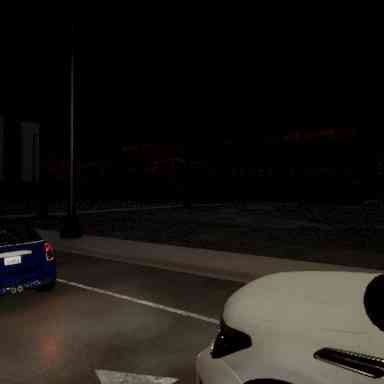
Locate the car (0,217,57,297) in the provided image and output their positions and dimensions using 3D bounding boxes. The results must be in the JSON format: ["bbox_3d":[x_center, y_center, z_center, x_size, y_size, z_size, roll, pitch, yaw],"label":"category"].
[{"bbox_3d":[-5.205,1.351,7.711,4.553,1.767,2.097,0,0,36],"label":"car"}]

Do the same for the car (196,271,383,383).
[{"bbox_3d":[2.699,1.213,2.065,5.566,2.045,2.150,0,0,35],"label":"car"}]

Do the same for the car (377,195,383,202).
[{"bbox_3d":[39.914,1.370,67.963,1.853,1.218,4.536,1,1,6],"label":"car"}]

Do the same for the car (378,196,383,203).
[{"bbox_3d":[39.907,1.528,67.913,2.038,1.542,4.974,1,1,6],"label":"car"}]
